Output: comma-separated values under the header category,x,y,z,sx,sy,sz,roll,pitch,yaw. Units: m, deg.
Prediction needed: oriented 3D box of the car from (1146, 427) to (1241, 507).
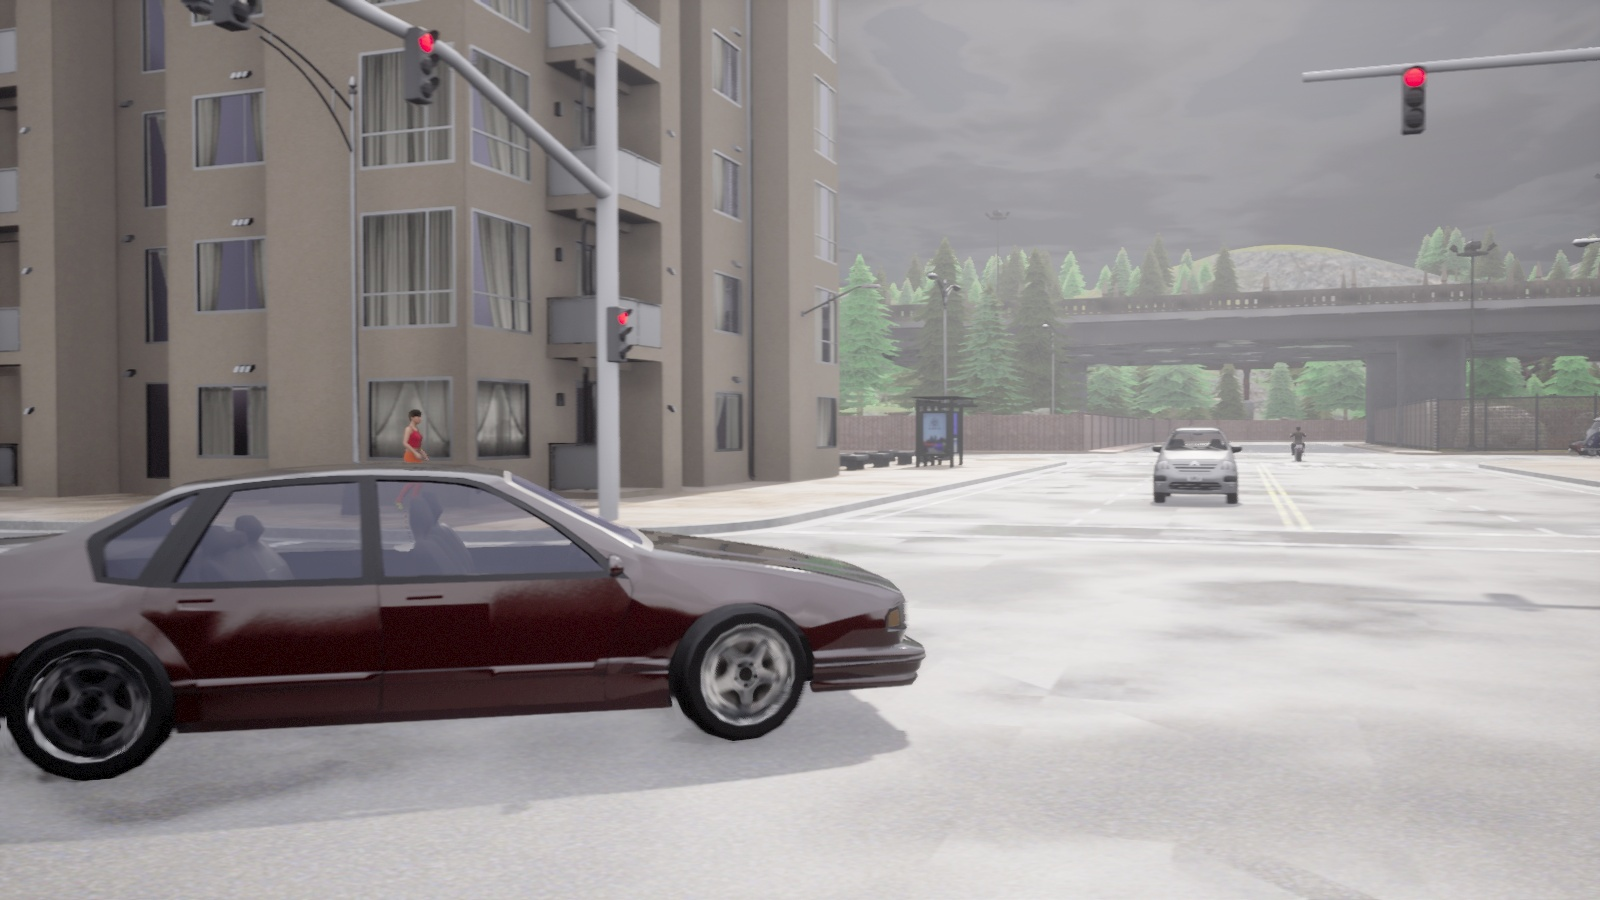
category,x,y,z,sx,sy,sz,roll,pitch,yaw
car,8.696,0.315,27.600,1.851,1.617,3.988,1,1,19

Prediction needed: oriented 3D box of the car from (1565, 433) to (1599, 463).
category,x,y,z,sx,sy,sz,roll,pitch,yaw
car,41.951,-0.095,63.945,4.792,1.488,2.163,1,1,19

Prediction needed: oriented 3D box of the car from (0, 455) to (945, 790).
category,x,y,z,sx,sy,sz,roll,pitch,yaw
car,-2.102,0.757,6.812,5.357,1.411,2.033,0,1,-13

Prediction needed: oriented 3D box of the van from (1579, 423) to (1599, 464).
category,x,y,z,sx,sy,sz,roll,pitch,yaw
van,40.488,-0.297,60.744,4.442,1.987,1.775,1,1,19

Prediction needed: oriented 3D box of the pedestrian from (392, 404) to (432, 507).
category,x,y,z,sx,sy,sz,roll,pitch,yaw
pedestrian,-6.979,0.097,22.609,0.594,1.836,0.345,0,1,11

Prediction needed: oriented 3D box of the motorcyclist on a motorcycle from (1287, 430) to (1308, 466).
category,x,y,z,sx,sy,sz,roll,pitch,yaw
motorcyclist on a motorcycle,23.020,-0.115,58.121,0.766,1.649,2.350,1,1,19
